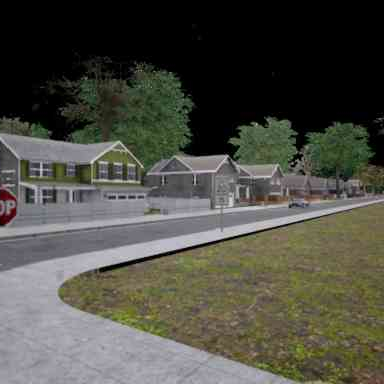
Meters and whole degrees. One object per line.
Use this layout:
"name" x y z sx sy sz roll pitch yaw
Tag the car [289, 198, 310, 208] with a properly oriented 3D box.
"car" 14.919 1.533 46.139 1.994 1.385 4.181 0 0 35
